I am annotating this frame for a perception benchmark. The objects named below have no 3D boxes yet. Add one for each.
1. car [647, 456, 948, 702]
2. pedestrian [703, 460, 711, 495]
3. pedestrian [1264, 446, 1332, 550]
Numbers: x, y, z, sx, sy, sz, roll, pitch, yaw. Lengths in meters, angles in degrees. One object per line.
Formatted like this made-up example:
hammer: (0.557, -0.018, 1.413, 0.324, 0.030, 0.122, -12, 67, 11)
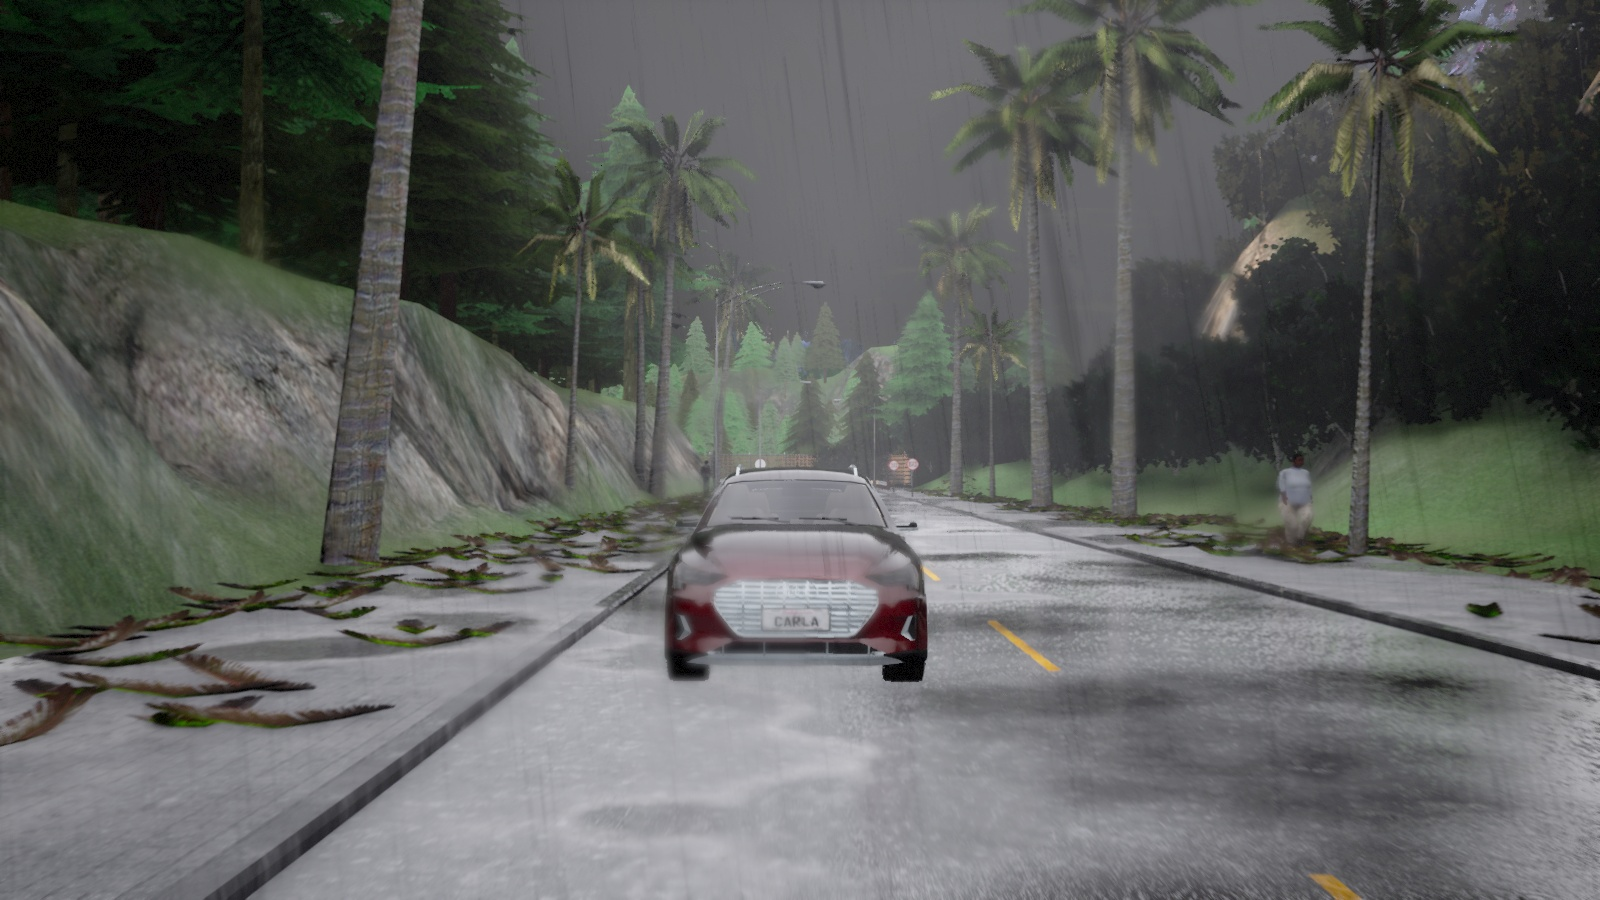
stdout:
car: (-0.024, 0.929, 10.921, 2.033, 1.649, 4.856, 0, -1, 0)
pedestrian: (-5.192, 1.528, 70.155, 0.402, 1.930, 0.666, 0, -1, 0)
pedestrian: (9.084, 0.871, 22.943, 0.874, 1.855, 0.900, 0, -1, 1)
